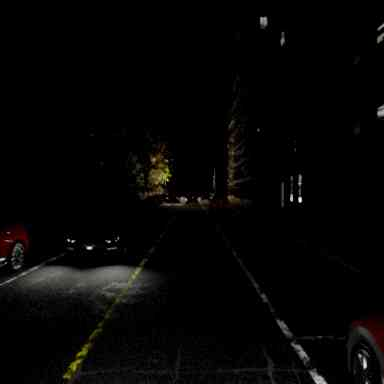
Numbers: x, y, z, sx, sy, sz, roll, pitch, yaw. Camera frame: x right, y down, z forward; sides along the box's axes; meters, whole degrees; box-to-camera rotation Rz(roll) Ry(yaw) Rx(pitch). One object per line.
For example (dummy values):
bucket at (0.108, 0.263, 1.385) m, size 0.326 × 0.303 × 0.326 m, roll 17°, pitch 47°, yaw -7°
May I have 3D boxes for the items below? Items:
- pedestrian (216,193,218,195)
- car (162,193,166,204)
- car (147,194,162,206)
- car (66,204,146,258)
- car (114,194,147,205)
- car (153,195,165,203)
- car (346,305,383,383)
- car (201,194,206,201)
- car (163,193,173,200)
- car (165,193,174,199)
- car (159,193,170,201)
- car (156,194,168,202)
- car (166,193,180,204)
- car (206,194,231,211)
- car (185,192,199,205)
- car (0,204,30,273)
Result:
pedestrian at (3.009, 1.038, 39.528) m, size 0.375 × 1.860 × 0.375 m, roll 0°, pitch 0°, yaw -5°
car at (-5.675, 1.108, 52.005) m, size 1.967 × 1.590 × 4.097 m, roll 0°, pitch 0°, yaw 0°
car at (-5.677, 1.268, 46.468) m, size 1.947 × 1.339 × 4.313 m, roll 0°, pitch 0°, yaw 0°
car at (-3.097, 1.422, 12.478) m, size 1.837 × 1.490 × 4.892 m, roll 0°, pitch 0°, yaw 0°
car at (-5.679, 1.120, 29.850) m, size 2.192 × 1.841 × 5.009 m, roll 0°, pitch 0°, yaw 0°
car at (-5.674, 1.217, 57.545) m, size 1.802 × 1.307 × 4.206 m, roll 0°, pitch 0°, yaw 0°
car at (2.694, 1.425, 2.159) m, size 1.967 × 1.590 × 4.097 m, roll 0°, pitch 0°, yaw 0°
car at (2.708, 1.120, 68.622) m, size 2.008 × 1.369 × 4.403 m, roll 0°, pitch 0°, yaw 0°
car at (-5.747, 1.057, 79.697) m, size 2.008 × 1.369 × 4.403 m, roll 0°, pitch 0°, yaw 0°
car at (-5.797, 1.020, 85.237) m, size 1.887 × 1.381 × 4.507 m, roll 0°, pitch 0°, yaw 0°
car at (-5.672, 1.010, 68.621) m, size 1.967 × 1.590 × 4.097 m, roll 0°, pitch 0°, yaw 0°
car at (-5.673, 1.129, 62.913) m, size 1.752 × 1.417 × 4.829 m, roll 0°, pitch 0°, yaw 0°
car at (-3.056, 1.006, 54.390) m, size 2.097 × 1.767 × 4.553 m, roll 0°, pitch 0°, yaw 0°
car at (3.008, 1.113, 36.718) m, size 2.097 × 1.767 × 4.553 m, roll 0°, pitch 0°, yaw 0°
car at (0.030, 1.178, 51.196) m, size 1.837 × 1.490 × 4.892 m, roll 0°, pitch 1°, yaw 0°
car at (-5.685, 1.264, 7.696) m, size 2.192 × 1.841 × 5.009 m, roll 0°, pitch 0°, yaw 0°
